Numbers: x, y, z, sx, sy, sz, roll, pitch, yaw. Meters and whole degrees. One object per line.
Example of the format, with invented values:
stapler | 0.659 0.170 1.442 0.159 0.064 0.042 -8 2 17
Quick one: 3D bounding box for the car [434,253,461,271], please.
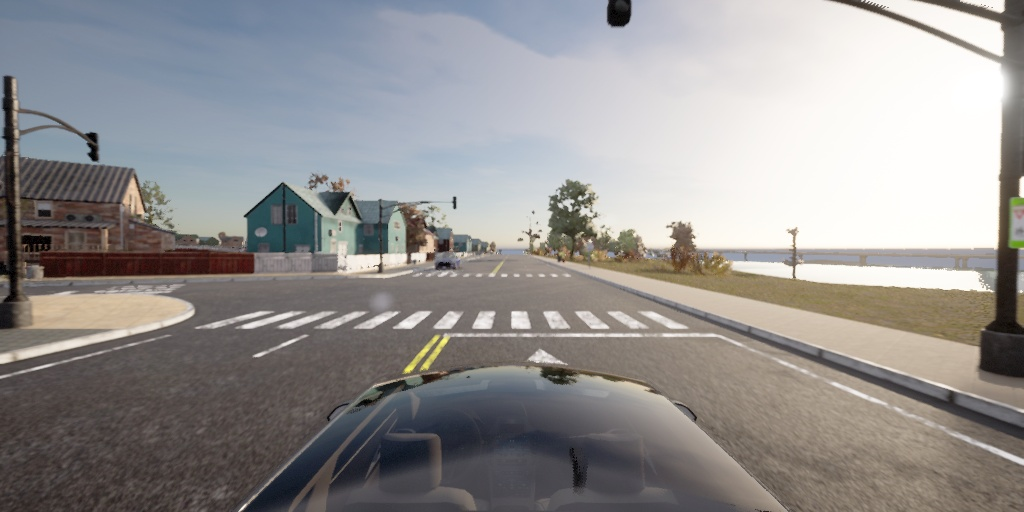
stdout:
car | -6.493 0.497 36.619 2.097 1.767 4.553 0 0 0
